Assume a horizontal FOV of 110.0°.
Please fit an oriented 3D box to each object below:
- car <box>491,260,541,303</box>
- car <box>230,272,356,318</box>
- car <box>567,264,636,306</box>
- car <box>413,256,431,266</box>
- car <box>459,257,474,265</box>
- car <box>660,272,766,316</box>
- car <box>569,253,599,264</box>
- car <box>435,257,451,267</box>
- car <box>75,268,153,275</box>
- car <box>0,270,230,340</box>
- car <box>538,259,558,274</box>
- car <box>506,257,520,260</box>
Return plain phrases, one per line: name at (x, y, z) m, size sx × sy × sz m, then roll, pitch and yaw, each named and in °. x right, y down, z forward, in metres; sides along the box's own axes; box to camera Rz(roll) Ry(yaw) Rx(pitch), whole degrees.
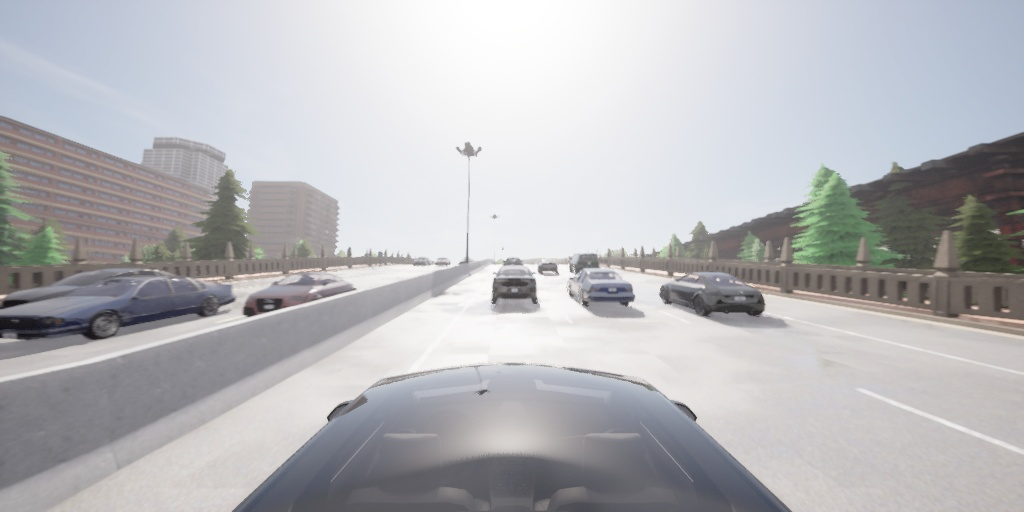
car at (0.102, 1.158, 16.386) m, size 1.882 × 1.535 × 5.008 m, roll 0°, pitch 1°, yaw 0°
car at (-7.097, 1.276, 12.461) m, size 1.994 × 1.385 × 4.181 m, roll 0°, pitch 1°, yaw 0°
car at (3.603, 1.238, 15.361) m, size 2.033 × 1.411 × 5.357 m, roll 0°, pitch 1°, yaw 0°
car at (-14.031, 0.835, 56.086) m, size 1.837 × 1.490 × 4.892 m, roll 0°, pitch 1°, yaw 1°
car at (-7.038, 0.898, 56.322) m, size 1.994 × 1.385 × 4.181 m, roll 0°, pitch 0°, yaw 0°
car at (7.097, 1.275, 13.152) m, size 1.994 × 1.385 × 4.181 m, roll 0°, pitch 1°, yaw 0°
car at (7.102, 0.739, 35.724) m, size 2.150 × 2.045 × 5.566 m, roll 0°, pitch 1°, yaw 0°
car at (-10.540, 0.868, 55.044) m, size 1.812 × 1.442 × 4.674 m, roll 0°, pitch 1°, yaw 0°
car at (-14.096, 1.212, 12.576) m, size 1.837 × 1.490 × 4.892 m, roll 0°, pitch 1°, yaw 0°
car at (-10.598, 1.277, 10.229) m, size 2.033 × 1.411 × 5.357 m, roll 0°, pitch 1°, yaw 0°
car at (3.613, 0.997, 36.919) m, size 2.128 × 1.511 × 4.902 m, roll 0°, pitch 1°, yaw 0°
car at (0.113, 0.856, 36.860) m, size 2.097 × 1.767 × 4.553 m, roll 0°, pitch 0°, yaw 0°
